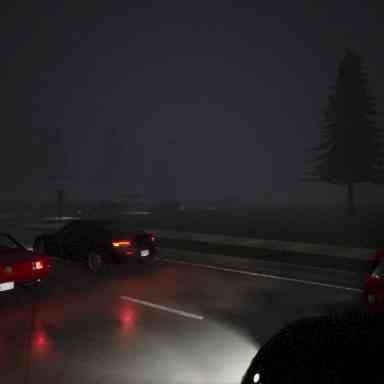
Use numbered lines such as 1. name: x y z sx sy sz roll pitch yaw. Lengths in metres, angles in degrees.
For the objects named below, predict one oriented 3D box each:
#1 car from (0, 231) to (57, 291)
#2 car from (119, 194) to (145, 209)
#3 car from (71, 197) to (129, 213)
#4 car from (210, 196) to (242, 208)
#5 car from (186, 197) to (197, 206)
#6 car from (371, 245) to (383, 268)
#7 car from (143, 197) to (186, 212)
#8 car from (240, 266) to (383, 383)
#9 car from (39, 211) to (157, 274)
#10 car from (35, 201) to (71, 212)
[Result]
1. car: -5.499 1.601 7.950 4.718 1.301 1.895 0 0 36
2. car: -8.363 1.221 43.377 2.150 2.045 5.566 0 0 37
3. car: -8.553 1.526 31.334 1.812 1.442 4.674 0 0 36
4. car: 4.810 1.547 49.370 2.033 1.411 5.357 0 0 37
5. car: -1.064 1.525 53.183 1.812 1.442 4.674 0 0 37
6. car: 5.407 1.222 4.400 5.566 2.045 2.150 0 0 36
7. car: -3.138 1.526 38.643 1.812 1.442 4.674 0 0 37
8. car: 2.403 1.564 2.259 4.181 1.385 1.994 0 0 36
9. car: -3.164 1.526 10.579 4.674 1.442 1.812 0 0 36
10. car: -14.176 1.601 35.536 1.895 1.301 4.718 0 0 37
